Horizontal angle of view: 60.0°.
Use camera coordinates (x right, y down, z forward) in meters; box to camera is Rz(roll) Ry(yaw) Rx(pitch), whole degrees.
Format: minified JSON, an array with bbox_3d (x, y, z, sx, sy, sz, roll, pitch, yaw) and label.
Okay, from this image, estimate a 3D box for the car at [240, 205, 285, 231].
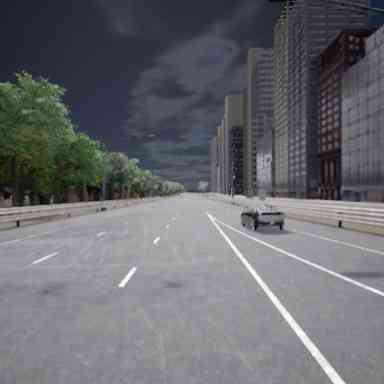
[{"bbox_3d":[4.455,1.621,21.685,2.128,1.511,4.902,0,-1,-5],"label":"car"}]
